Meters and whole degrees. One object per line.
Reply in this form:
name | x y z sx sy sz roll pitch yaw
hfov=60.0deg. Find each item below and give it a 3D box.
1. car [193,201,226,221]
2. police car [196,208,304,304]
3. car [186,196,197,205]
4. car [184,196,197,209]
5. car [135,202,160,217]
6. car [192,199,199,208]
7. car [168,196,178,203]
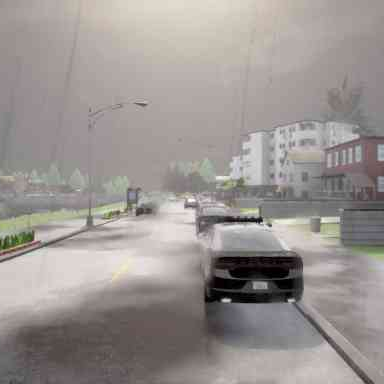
car | 1.169 1.478 18.264 1.882 1.535 5.008 0 0 0
police car | 1.186 1.425 8.374 1.930 1.638 5.238 0 0 0
car | -0.097 1.478 59.104 1.882 1.535 5.008 0 0 0
car | -0.050 1.564 45.779 1.994 1.385 4.181 0 0 0
car | -4.153 1.601 31.608 1.895 1.301 4.718 0 0 0
car | 1.159 1.506 24.264 1.837 1.490 4.892 0 0 0
car | -4.119 1.525 71.028 1.812 1.442 4.674 0 0 0
